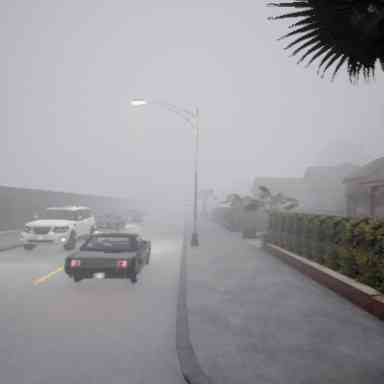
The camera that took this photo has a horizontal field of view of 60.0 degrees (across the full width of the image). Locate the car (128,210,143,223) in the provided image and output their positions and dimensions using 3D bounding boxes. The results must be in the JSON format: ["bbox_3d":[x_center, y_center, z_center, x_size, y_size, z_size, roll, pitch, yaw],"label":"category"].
[{"bbox_3d":[-7.070,2.920,39.902,2.128,1.511,4.902,1,-2,-1],"label":"car"}]

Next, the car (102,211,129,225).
[{"bbox_3d":[-6.878,2.532,27.992,1.994,1.385,4.181,1,-2,-1],"label":"car"}]

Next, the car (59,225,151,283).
[{"bbox_3d":[-2.469,1.993,10.939,1.895,1.301,4.718,1,-2,-1],"label":"car"}]

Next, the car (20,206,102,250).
[{"bbox_3d":[-6.677,1.773,17.310,2.150,2.045,5.566,1,-2,-1],"label":"car"}]
